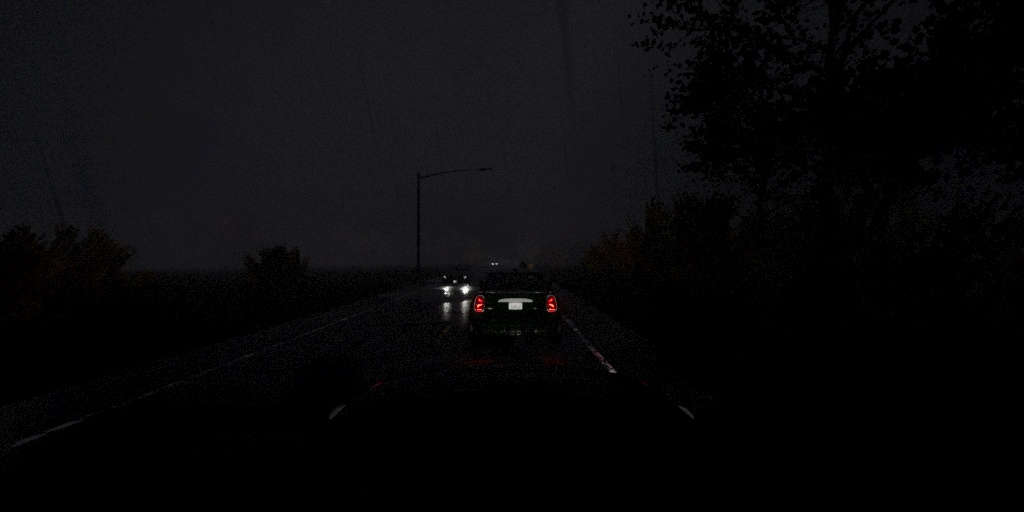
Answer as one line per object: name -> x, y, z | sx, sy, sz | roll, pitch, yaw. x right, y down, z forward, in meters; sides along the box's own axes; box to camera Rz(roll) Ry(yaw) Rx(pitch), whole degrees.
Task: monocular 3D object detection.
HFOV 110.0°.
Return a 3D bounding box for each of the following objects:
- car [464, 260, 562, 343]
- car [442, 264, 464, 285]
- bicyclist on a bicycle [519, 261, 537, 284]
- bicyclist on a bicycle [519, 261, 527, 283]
car -> 0.067, 1.099, 9.862 | 2.097, 1.767, 4.553 | 0, 0, 0
car -> -3.737, 1.289, 26.041 | 2.033, 1.411, 5.357 | 0, 0, 0
bicyclist on a bicycle -> 0.893, 1.181, 17.207 | 0.866, 1.612, 1.509 | 0, 0, 0
bicyclist on a bicycle -> 0.823, 1.193, 27.323 | 0.582, 1.620, 1.656 | 0, 0, 0
